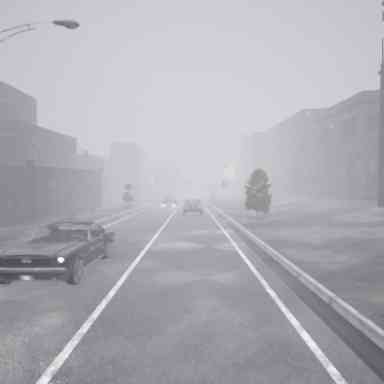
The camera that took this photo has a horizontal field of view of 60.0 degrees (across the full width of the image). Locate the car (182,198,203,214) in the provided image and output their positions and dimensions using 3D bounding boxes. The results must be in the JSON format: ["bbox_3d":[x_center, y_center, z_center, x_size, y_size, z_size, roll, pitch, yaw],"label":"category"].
[{"bbox_3d":[0.080,1.308,31.325,2.033,1.411,5.357,0,0,0],"label":"car"}]

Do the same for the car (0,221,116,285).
[{"bbox_3d":[-3.602,1.552,9.446,1.895,1.301,4.718,0,0,0],"label":"car"}]

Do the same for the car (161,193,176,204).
[{"bbox_3d":[-3.540,0.960,51.486,2.097,1.767,4.553,0,0,0],"label":"car"}]
